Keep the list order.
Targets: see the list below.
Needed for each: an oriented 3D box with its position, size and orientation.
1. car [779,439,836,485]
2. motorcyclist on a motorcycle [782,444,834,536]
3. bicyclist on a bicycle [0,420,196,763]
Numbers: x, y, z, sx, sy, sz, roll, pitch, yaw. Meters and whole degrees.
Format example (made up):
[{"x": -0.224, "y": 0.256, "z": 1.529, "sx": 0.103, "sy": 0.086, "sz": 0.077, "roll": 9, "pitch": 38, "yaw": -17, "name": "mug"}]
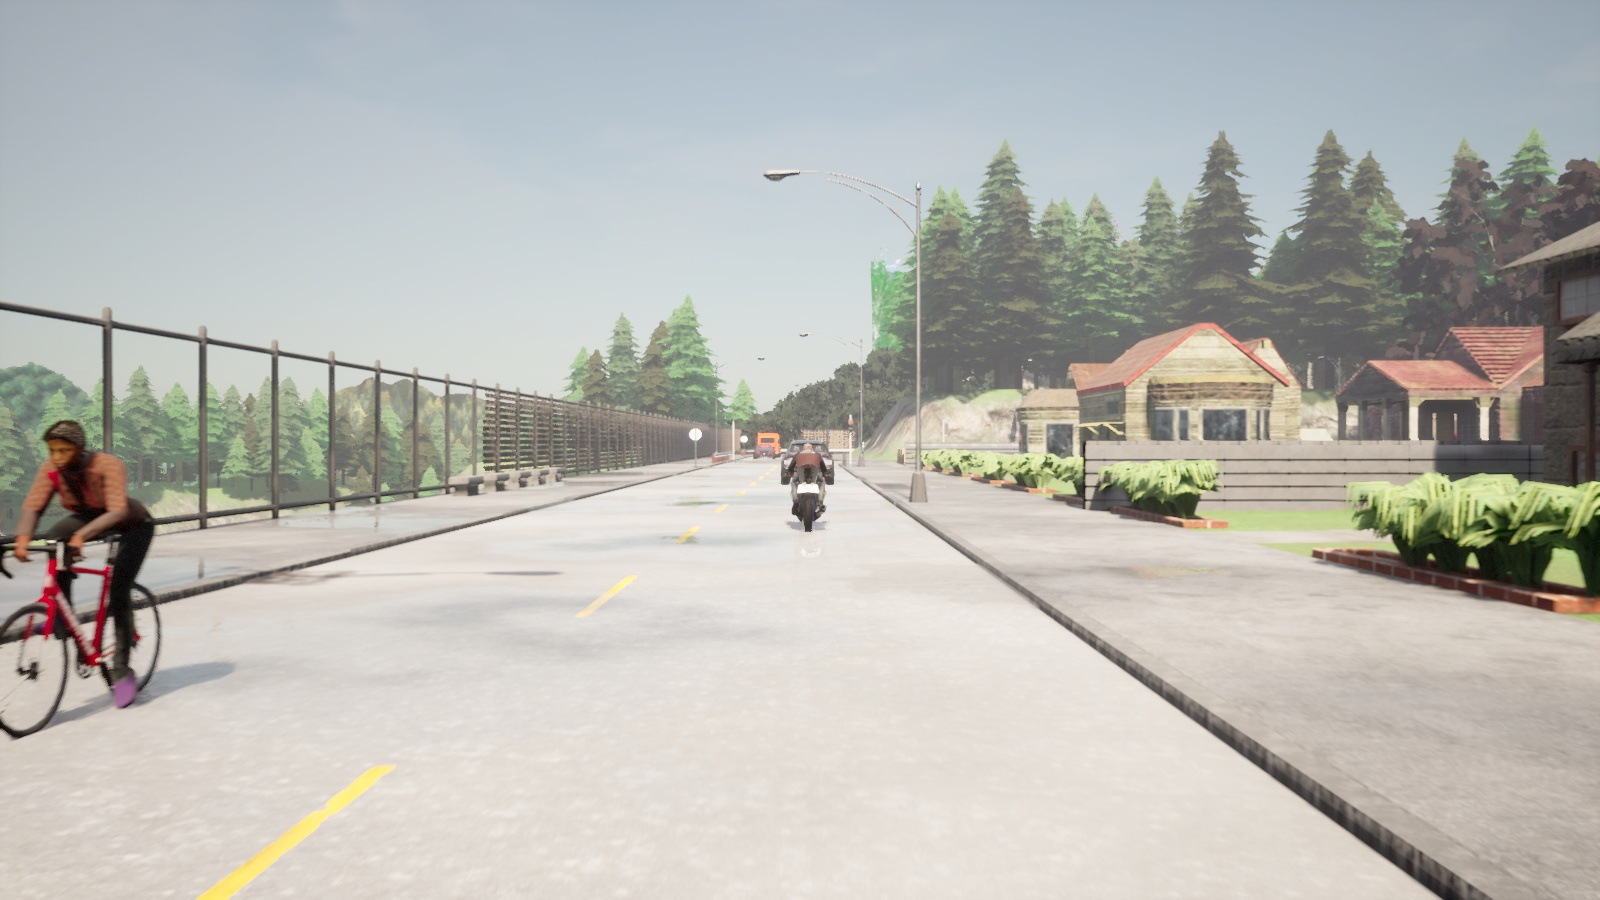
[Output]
[{"x": 0.282, "y": 0.413, "z": 46.798, "sx": 2.033, "sy": 1.649, "sz": 4.856, "roll": 0, "pitch": 0, "yaw": 0, "name": "car"}, {"x": 0.140, "y": 0.658, "z": 21.998, "sx": 0.866, "sy": 1.530, "sz": 2.191, "roll": 0, "pitch": 0, "yaw": 0, "name": "motorcyclist on a motorcycle"}, {"x": -3.946, "y": 0.658, "z": 6.756, "sx": 0.582, "sy": 1.620, "sz": 1.656, "roll": 0, "pitch": 1, "yaw": 0, "name": "bicyclist on a bicycle"}]
